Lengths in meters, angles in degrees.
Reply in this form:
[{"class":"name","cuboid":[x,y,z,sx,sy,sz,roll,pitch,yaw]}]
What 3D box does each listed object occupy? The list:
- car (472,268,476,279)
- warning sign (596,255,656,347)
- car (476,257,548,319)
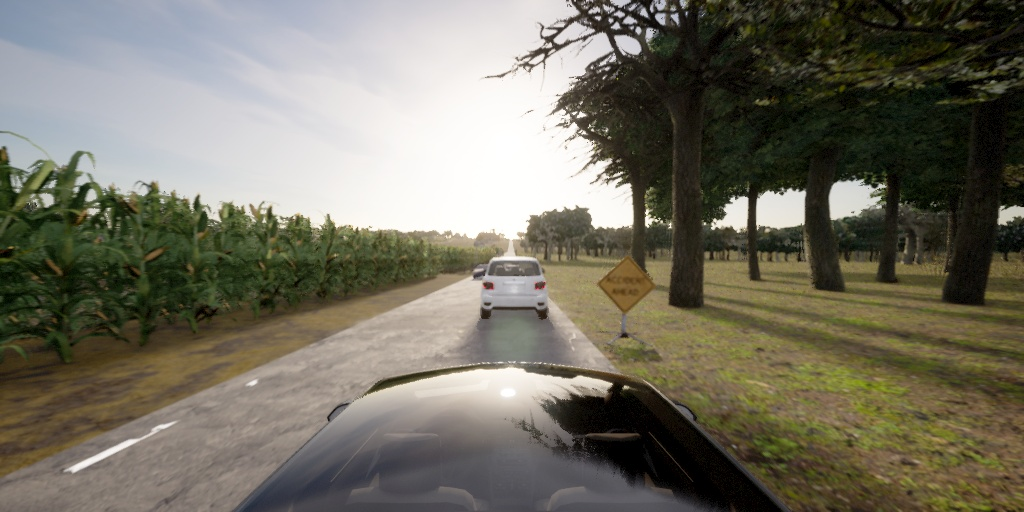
[{"class":"car","cuboid":[-2.849,1.581,36.356,2.033,1.411,5.357,0,0,0]},{"class":"warning sign","cuboid":[2.450,0.912,7.926,1.300,1.860,1.060,0,0,0]},{"class":"car","cuboid":[0.083,1.067,13.425,2.150,2.045,5.566,0,0,0]}]
